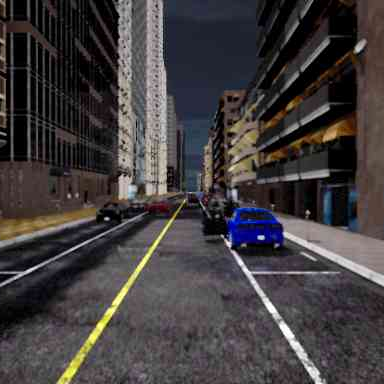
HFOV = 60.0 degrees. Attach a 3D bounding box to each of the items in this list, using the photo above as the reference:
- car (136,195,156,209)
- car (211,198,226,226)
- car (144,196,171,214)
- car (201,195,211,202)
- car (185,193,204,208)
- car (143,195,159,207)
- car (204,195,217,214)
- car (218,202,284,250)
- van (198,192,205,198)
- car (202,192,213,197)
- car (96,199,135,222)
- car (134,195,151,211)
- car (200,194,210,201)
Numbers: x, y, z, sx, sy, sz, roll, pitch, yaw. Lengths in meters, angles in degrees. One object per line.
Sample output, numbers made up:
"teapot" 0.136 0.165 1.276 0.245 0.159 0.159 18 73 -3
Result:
"car" -5.692 1.168 41.347 1.967 1.590 4.097 0 0 0
"car" 2.690 1.401 24.403 1.947 1.339 4.313 0 0 0
"car" -3.098 1.385 32.248 1.895 1.301 4.718 0 0 0
"car" 2.687 1.171 63.942 1.802 1.307 4.206 0 0 0
"car" 0.087 1.204 43.269 2.128 1.511 4.902 0 0 0
"car" -5.692 1.219 46.825 1.752 1.417 4.829 0 0 0
"car" 2.689 1.314 35.700 2.008 1.369 4.403 0 0 0
"car" 2.359 1.383 13.816 1.882 1.535 5.008 0 0 0
"van" 2.685 0.768 92.182 1.690 1.788 3.998 0 0 0
"car" 2.688 1.133 46.995 1.967 1.590 4.097 0 0 0
"car" -5.691 1.401 24.402 1.947 1.339 4.313 0 0 0
"car" -5.691 1.313 35.698 2.008 1.369 4.403 0 0 0
"car" 2.687 1.136 69.591 1.802 1.307 4.206 0 0 0
